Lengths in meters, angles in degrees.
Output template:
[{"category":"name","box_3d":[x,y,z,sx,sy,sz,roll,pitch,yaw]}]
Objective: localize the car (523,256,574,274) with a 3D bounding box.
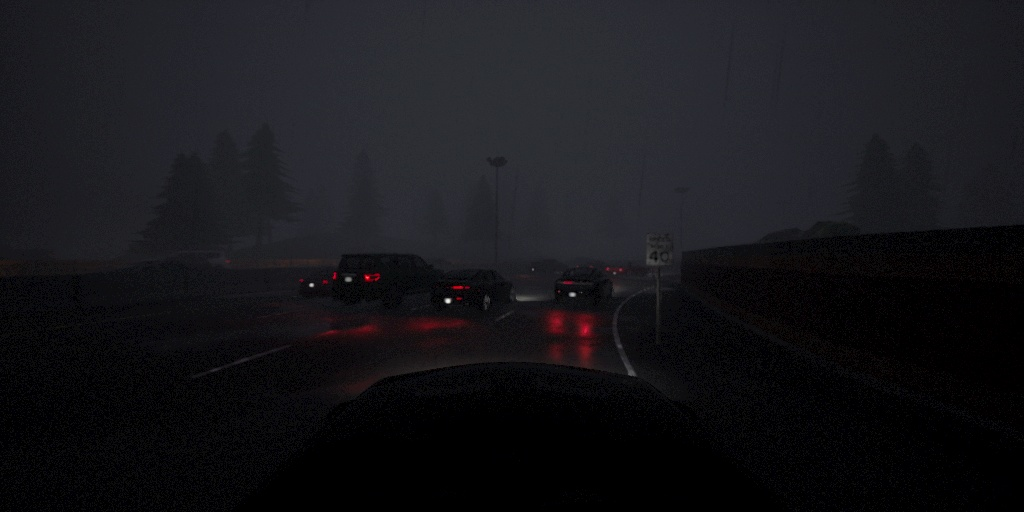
[{"category":"car","box_3d":[3.631,1.018,34.830,1.837,1.490,4.892,-1,-1,44]}]

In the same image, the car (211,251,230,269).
[{"category":"car","box_3d":[-25.845,0.588,28.518,2.150,2.045,5.566,1,0,24]}]

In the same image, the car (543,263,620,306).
[{"category":"car","box_3d":[3.288,1.246,15.943,2.128,1.511,4.902,1,1,23]}]

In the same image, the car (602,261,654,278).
[{"category":"car","box_3d":[10.283,1.157,31.641,4.718,1.301,1.895,0,1,-42]}]

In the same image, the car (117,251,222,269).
[{"category":"car","box_3d":[-23.539,0.759,24.865,2.097,1.767,4.553,1,0,22]}]

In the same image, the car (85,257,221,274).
[{"category":"car","box_3d":[-18.351,0.976,18.224,2.128,1.511,4.902,1,0,18]}]

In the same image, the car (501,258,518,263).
[{"category":"car","box_3d":[0.646,0.911,59.408,4.718,1.301,1.895,0,1,-34]}]

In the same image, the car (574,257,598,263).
[{"category":"car","box_3d":[7.987,1.093,34.112,4.181,1.385,1.994,0,1,-42]}]

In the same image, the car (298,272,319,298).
[{"category":"car","box_3d":[-7.640,1.188,16.769,1.994,1.385,4.181,1,0,20]}]

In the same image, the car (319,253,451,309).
[{"category":"car","box_3d":[-4.725,0.889,14.782,2.150,2.045,5.566,0,0,19]}]

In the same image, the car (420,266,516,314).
[{"category":"car","box_3d":[-1.300,1.215,13.838,1.837,1.490,4.892,0,-1,18]}]

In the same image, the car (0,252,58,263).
[{"category":"car","box_3d":[-48.749,0.571,36.205,2.128,1.511,4.902,1,0,-21]}]

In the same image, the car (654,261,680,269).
[{"category":"car","box_3d":[19.847,0.979,46.628,4.718,1.301,1.895,-1,1,-31]}]

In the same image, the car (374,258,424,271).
[{"category":"car","box_3d":[-13.325,0.951,42.504,2.033,1.411,5.357,1,1,40]}]

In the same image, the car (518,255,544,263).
[{"category":"car","box_3d":[3.784,0.678,57.249,4.553,1.767,2.097,-1,1,-34]}]
